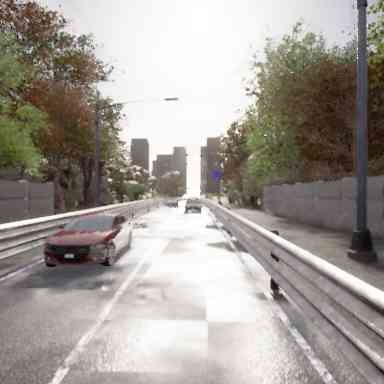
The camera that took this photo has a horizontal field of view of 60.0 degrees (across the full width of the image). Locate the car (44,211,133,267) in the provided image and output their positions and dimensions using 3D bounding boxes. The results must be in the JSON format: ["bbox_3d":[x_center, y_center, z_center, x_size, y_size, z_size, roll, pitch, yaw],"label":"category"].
[{"bbox_3d":[-3.307,1.453,11.493,1.882,1.535,5.008,0,0,0],"label":"car"}]

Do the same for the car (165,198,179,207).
[{"bbox_3d":[-3.111,1.637,52.069,1.812,1.442,4.674,0,0,1],"label":"car"}]

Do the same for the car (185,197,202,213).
[{"bbox_3d":[0.151,1.596,37.455,1.895,1.301,4.718,0,0,0],"label":"car"}]
